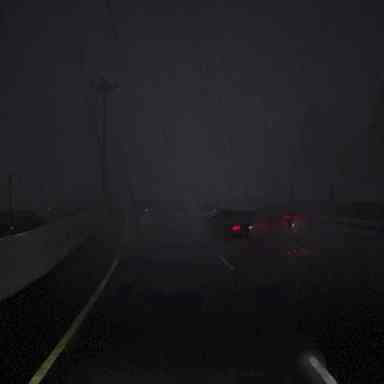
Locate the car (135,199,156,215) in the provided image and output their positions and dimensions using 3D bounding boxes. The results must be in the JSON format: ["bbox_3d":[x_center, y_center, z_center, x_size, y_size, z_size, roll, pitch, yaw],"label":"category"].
[{"bbox_3d":[-4.792,1.500,34.380,1.837,1.490,4.892,0,0,-11],"label":"car"}]

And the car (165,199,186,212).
[{"bbox_3d":[-1.909,1.542,38.008,2.033,1.411,5.357,0,0,-11],"label":"car"}]

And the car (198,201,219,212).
[{"bbox_3d":[1.952,1.596,36.409,1.895,1.301,4.718,0,0,-11],"label":"car"}]

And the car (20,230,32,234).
[{"bbox_3d":[-8.715,1.598,16.093,1.895,1.301,4.718,0,0,-10],"label":"car"}]

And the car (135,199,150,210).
[{"bbox_3d":[-6.714,1.595,44.614,1.895,1.301,4.718,0,0,-11],"label":"car"}]

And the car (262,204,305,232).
[{"bbox_3d":[4.955,1.503,19.887,1.837,1.490,4.892,0,0,-9],"label":"car"}]

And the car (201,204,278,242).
[{"bbox_3d":[2.065,1.545,16.362,2.033,1.411,5.357,0,0,-9],"label":"car"}]
